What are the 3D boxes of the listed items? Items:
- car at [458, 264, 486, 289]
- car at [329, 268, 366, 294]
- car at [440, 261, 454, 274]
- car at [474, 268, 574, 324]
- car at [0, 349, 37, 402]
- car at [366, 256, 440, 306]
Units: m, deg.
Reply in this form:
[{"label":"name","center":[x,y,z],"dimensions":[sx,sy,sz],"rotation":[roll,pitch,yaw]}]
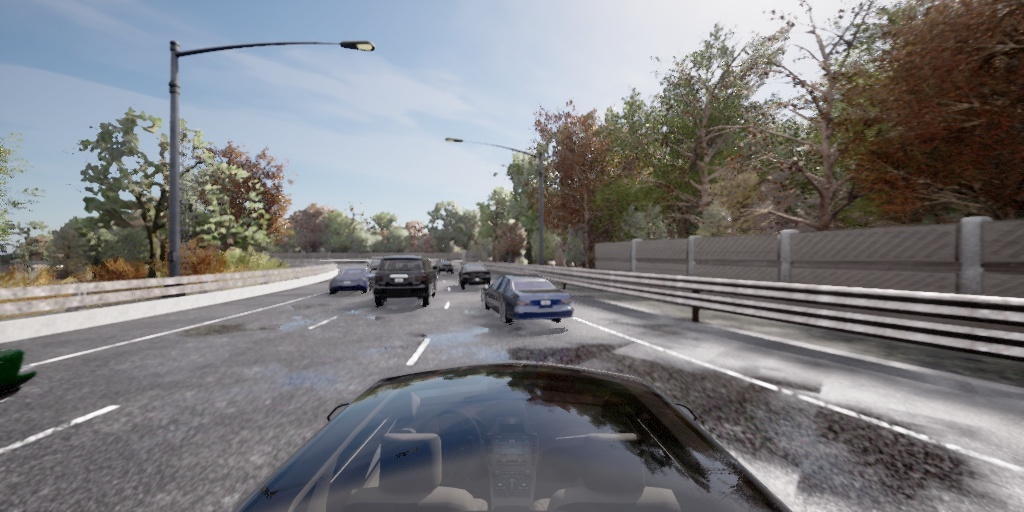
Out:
[{"label":"car","center":[-2.595,1.288,24.197],"dimensions":[1.882,1.535,5.008],"rotation":[0,0,-11]},{"label":"car","center":[-9.045,1.375,20.824],"dimensions":[1.994,1.385,4.181],"rotation":[0,0,-11]},{"label":"car","center":[-8.163,1.367,42.325],"dimensions":[1.837,1.490,4.892],"rotation":[0,-1,-21]},{"label":"car","center":[0.255,1.324,12.178],"dimensions":[2.033,1.411,5.357],"rotation":[0,0,-15]},{"label":"car","center":[-7.013,1.362,2.390],"dimensions":[1.895,1.301,4.718],"rotation":[0,0,-1]},{"label":"car","center":[-4.637,1.014,16.151],"dimensions":[2.150,2.045,5.566],"rotation":[0,0,-8]}]
